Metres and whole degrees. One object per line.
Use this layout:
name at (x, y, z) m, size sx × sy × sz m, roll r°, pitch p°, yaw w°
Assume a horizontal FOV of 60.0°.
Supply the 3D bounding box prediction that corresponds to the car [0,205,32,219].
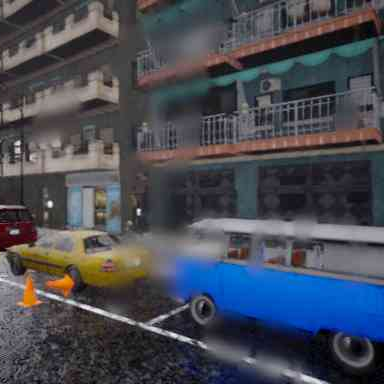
car at (-7.635, 1.387, 12.149) m, size 5.009 × 1.841 × 2.192 m, roll 0°, pitch -1°, yaw 36°

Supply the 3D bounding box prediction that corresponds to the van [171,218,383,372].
van at (1.511, 1.388, 5.475) m, size 3.998 × 1.788 × 1.690 m, roll 0°, pitch -1°, yaw 36°

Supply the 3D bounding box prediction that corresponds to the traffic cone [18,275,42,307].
traffic cone at (-3.337, 1.999, 6.844) m, size 0.340 × 0.580 × 0.340 m, roll 0°, pitch 0°, yaw 36°

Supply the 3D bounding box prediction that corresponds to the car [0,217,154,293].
car at (-3.201, 1.585, 8.909) m, size 4.829 × 1.417 × 1.752 m, roll 0°, pitch -1°, yaw 36°
